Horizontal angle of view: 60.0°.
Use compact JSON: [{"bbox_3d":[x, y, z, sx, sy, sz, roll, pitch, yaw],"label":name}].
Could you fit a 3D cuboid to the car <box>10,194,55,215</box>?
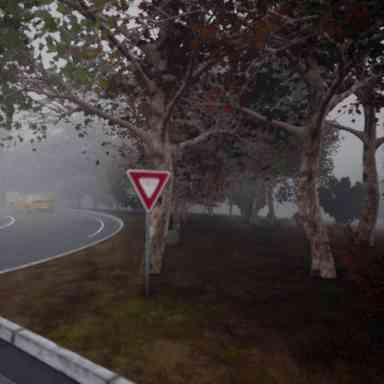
[{"bbox_3d":[-12.739,0.883,26.467,5.008,1.535,1.882,2,1,43],"label":"car"}]
